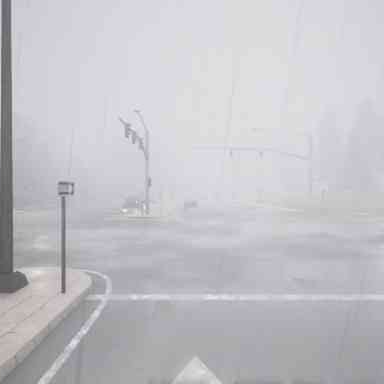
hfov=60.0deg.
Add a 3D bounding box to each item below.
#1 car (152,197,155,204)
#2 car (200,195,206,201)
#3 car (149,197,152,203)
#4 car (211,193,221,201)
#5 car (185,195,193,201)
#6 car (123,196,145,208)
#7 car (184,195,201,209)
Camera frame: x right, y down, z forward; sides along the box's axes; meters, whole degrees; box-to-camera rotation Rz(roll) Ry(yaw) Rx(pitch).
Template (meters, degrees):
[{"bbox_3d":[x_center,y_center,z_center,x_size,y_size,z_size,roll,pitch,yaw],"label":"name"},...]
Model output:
[{"bbox_3d":[-8.491,1.601,65.707,1.895,1.301,4.718,0,0,0],"label":"car"},{"bbox_3d":[2.727,1.524,85.886,1.812,1.442,4.674,0,0,-1],"label":"car"},{"bbox_3d":[-8.391,1.505,55.763,1.837,1.490,4.892,0,0,-1],"label":"car"},{"bbox_3d":[6.227,1.225,85.894,2.150,2.045,5.566,0,0,-1],"label":"car"},{"bbox_3d":[-0.772,1.500,85.824,1.837,1.490,4.892,0,0,-1],"label":"car"},{"bbox_3d":[-8.263,1.352,46.729,2.097,1.767,4.553,0,0,-1],"label":"car"},{"bbox_3d":[-0.135,1.525,44.781,1.812,1.442,4.674,0,0,-1],"label":"car"}]
